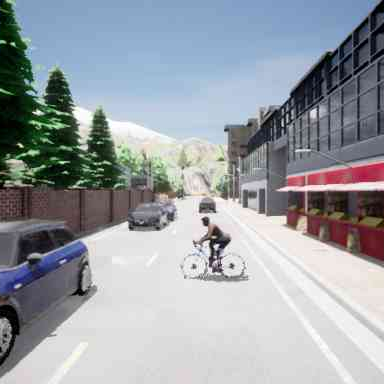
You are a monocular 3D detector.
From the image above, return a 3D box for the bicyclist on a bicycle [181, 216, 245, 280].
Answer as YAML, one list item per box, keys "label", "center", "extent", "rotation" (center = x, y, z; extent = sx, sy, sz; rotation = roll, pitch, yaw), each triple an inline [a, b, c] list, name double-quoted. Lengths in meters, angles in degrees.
- label: "bicyclist on a bicycle"
  center: [0.525, 1.445, 8.507]
  extent: [1.656, 1.620, 0.582]
  rotation: [-1, 0, 3]

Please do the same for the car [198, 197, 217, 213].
- label: "car"
  center: [1.744, 1.500, 37.487]
  extent: [1.837, 1.490, 4.892]
  rotation: [0, 0, 3]

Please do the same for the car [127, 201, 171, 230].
- label: "car"
  center: [-2.705, 1.504, 20.921]
  extent: [1.837, 1.490, 4.892]
  rotation: [0, 0, 3]

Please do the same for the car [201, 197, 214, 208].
- label: "car"
  center: [2.240, 1.498, 48.386]
  extent: [1.837, 1.490, 4.892]
  rotation: [0, 0, 3]

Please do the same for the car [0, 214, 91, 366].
- label: "car"
  center: [-3.408, 1.351, 5.675]
  extent: [2.097, 1.767, 4.553]
  rotation: [0, 0, 3]

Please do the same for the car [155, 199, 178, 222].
- label: "car"
  center: [-2.350, 1.401, 26.687]
  extent: [2.097, 1.767, 4.553]
  rotation: [0, 0, 3]
